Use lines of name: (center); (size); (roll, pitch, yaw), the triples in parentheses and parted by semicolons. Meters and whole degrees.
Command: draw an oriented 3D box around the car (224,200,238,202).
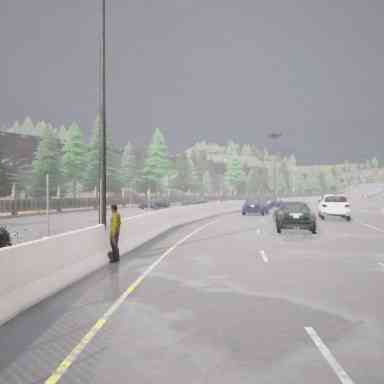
car: (6.148, 1.488, 49.672); (2.128, 1.511, 4.902); (0, 0, 29)

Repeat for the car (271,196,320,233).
car: (6.004, 1.351, 19.753); (2.097, 1.767, 4.553); (0, 0, 12)

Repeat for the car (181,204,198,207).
car: (0.142, 1.349, 45.643); (2.097, 1.767, 4.553); (0, 0, 26)

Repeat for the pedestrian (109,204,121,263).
pedestrian: (-2.442, 1.293, 10.532); (0.375, 1.860, 0.375); (0, 0, 6)

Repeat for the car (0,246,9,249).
car: (-6.590, 1.491, 8.161); (2.128, 1.511, 4.902); (0, 0, 6)

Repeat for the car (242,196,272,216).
car: (6.434, 1.350, 33.257); (2.097, 1.767, 4.553); (0, 0, 20)

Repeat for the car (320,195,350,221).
car: (11.835, 1.222, 27.855); (2.150, 2.045, 5.566); (0, 0, 19)
